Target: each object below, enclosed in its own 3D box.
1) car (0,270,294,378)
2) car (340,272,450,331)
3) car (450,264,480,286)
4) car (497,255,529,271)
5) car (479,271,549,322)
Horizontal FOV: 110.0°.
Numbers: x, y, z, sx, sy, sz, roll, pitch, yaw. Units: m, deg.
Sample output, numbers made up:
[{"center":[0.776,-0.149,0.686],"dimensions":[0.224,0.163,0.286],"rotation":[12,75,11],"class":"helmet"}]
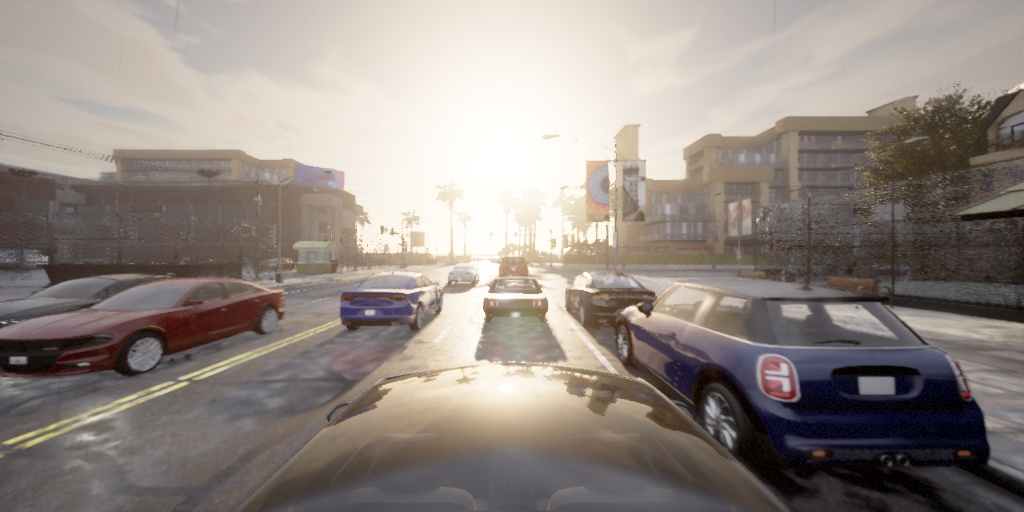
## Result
[{"center":[-7.080,1.228,7.646],"dimensions":[1.882,1.535,5.008],"rotation":[0,0,0],"class":"car"},{"center":[-3.398,1.230,11.056],"dimensions":[1.882,1.535,5.008],"rotation":[0,-1,0],"class":"car"},{"center":[-3.401,1.280,25.529],"dimensions":[1.812,1.442,4.674],"rotation":[0,0,0],"class":"car"},{"center":[0.101,0.978,26.694],"dimensions":[2.150,2.045,5.566],"rotation":[0,0,0],"class":"car"},{"center":[0.096,1.351,12.226],"dimensions":[1.895,1.301,4.718],"rotation":[0,0,0],"class":"car"}]
